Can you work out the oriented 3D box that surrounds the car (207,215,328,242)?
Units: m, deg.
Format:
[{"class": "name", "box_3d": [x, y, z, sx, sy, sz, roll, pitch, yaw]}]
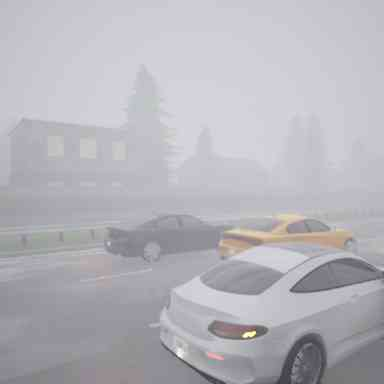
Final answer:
[{"class": "car", "box_3d": [3.104, 1.436, 10.264, 5.008, 1.535, 1.882, 0, 0, -35]}]

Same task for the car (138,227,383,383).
[{"class": "car", "box_3d": [1.755, 1.504, 5.019, 4.674, 1.442, 1.812, -1, 0, -35]}]

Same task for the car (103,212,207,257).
[{"class": "car", "box_3d": [-0.607, 1.447, 11.922, 5.008, 1.535, 1.882, -1, 0, -35]}]
